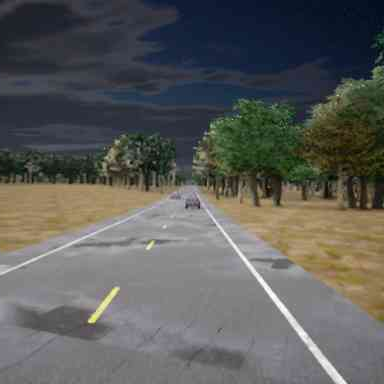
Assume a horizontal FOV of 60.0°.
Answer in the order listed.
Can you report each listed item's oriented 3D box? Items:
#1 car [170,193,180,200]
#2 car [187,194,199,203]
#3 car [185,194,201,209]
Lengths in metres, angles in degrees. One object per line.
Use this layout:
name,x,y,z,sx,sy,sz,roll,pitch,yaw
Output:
car,-3.477,0.923,70.442,1.994,1.385,4.181,0,1,0
car,0.127,1.149,60.497,2.033,1.411,5.357,0,1,-1
car,0.114,1.331,43.381,2.128,1.511,4.902,0,0,0
